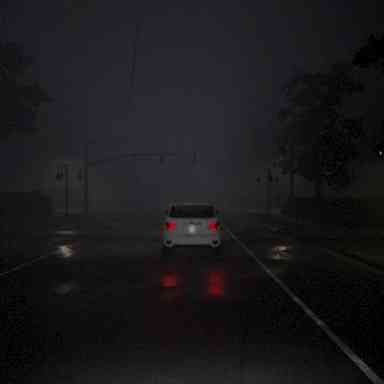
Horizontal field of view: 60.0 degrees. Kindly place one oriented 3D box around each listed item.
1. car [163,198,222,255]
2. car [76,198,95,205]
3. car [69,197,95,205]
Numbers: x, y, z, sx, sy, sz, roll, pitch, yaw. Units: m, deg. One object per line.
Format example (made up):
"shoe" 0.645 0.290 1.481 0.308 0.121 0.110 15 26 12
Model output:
"car" 0.003 1.348 14.032 2.150 2.045 5.566 0 0 0
"car" -24.021 2.157 75.149 3.806 1.475 1.970 0 -1 1
"car" -23.305 1.942 69.400 4.611 1.667 2.242 0 -1 1
